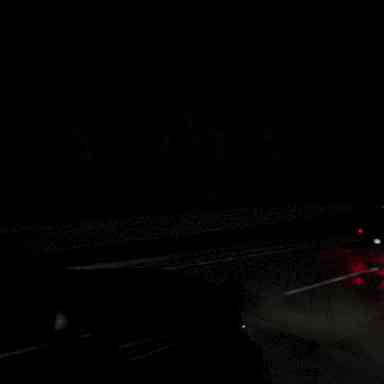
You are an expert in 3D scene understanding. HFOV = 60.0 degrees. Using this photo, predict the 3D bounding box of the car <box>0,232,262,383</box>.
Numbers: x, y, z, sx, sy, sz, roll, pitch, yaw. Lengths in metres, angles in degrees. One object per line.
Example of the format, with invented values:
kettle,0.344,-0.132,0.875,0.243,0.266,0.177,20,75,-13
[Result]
car,-2.012,1.217,2.224,5.566,2.045,2.150,0,0,-36

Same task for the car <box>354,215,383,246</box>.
car,8.992,1.589,13.861,4.718,1.301,1.895,0,0,-31
